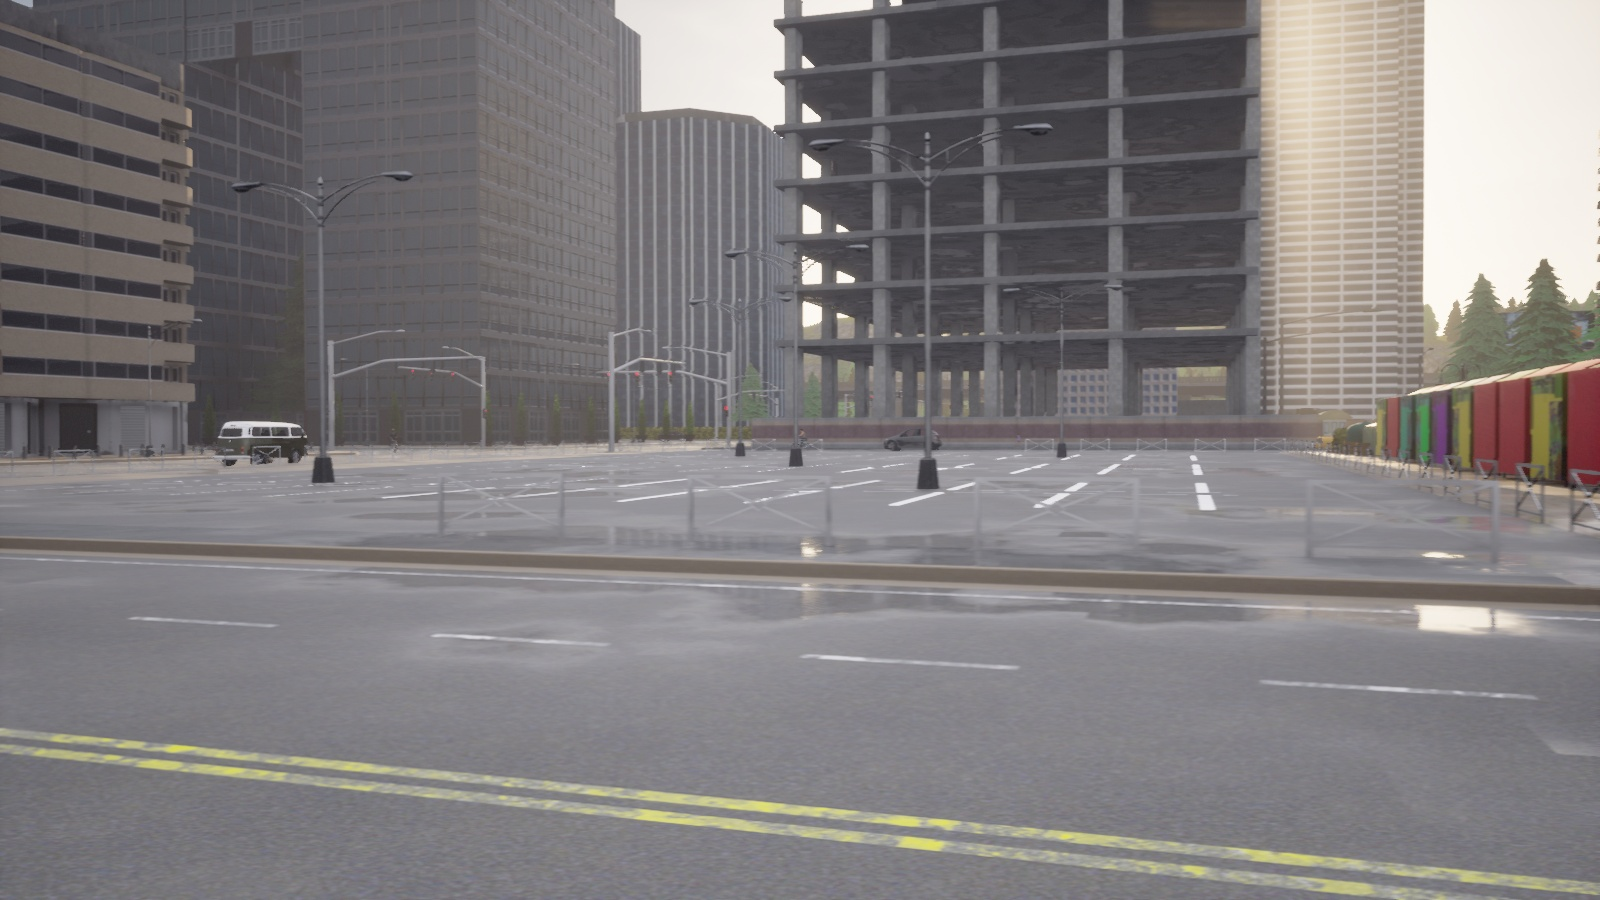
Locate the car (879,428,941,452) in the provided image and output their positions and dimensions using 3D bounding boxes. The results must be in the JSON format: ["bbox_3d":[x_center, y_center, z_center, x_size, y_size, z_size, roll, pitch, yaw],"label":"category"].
[{"bbox_3d":[7.714,-0.709,87.883,3.988,1.617,1.851,0,1,17],"label":"car"}]

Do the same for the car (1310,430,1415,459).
[{"bbox_3d":[32.670,-0.337,73.076,5.366,1.575,1.801,0,1,17],"label":"car"}]

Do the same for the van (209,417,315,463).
[{"bbox_3d":[-24.716,-0.470,57.877,2.069,2.038,4.480,0,1,17],"label":"van"}]
